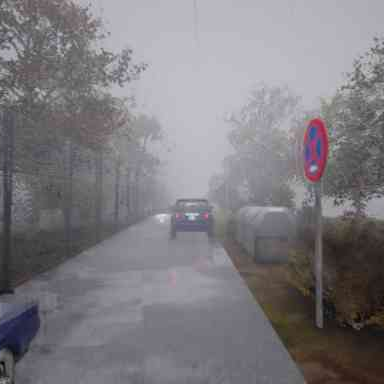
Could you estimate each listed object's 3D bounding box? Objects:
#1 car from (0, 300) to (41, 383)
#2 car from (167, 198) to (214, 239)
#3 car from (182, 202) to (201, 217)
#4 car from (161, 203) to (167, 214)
[{"bbox_3d":[-2.860,1.606,2.045,1.895,1.301,4.718,0,0,0],"label":"car"},{"bbox_3d":[0.017,1.332,18.311,2.150,2.045,5.566,0,-1,0],"label":"car"},{"bbox_3d":[-0.064,1.871,36.827,1.882,1.535,5.008,0,-1,0],"label":"car"},{"bbox_3d":[-3.012,2.138,43.460,1.895,1.301,4.718,0,-1,0],"label":"car"}]
